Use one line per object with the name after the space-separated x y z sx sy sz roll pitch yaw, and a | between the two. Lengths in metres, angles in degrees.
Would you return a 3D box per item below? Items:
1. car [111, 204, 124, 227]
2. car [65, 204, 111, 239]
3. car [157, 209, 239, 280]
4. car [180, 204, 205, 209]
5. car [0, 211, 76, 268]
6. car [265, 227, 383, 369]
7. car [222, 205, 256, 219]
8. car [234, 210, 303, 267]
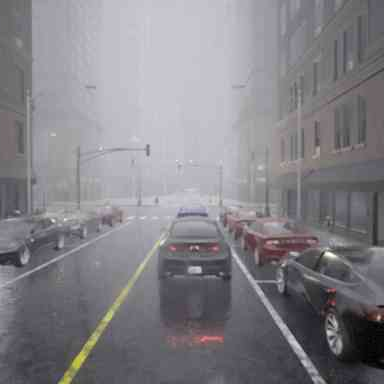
-5.755 1.497 22.235 1.887 1.381 4.507 -1 0 0 | car
-5.760 1.515 16.730 2.008 1.369 4.403 -1 0 0 | car
0.075 1.483 9.820 1.837 1.490 4.892 0 0 0 | car
0.053 1.434 20.220 1.882 1.535 5.008 0 0 1 | car
-5.764 1.542 11.225 1.947 1.339 4.313 -1 0 0 | car
2.757 1.553 5.713 1.947 1.339 4.313 -1 0 0 | car
2.765 1.508 16.723 1.887 1.381 4.507 -1 0 0 | car
2.761 1.520 11.217 1.887 1.381 4.507 -1 0 0 | car
